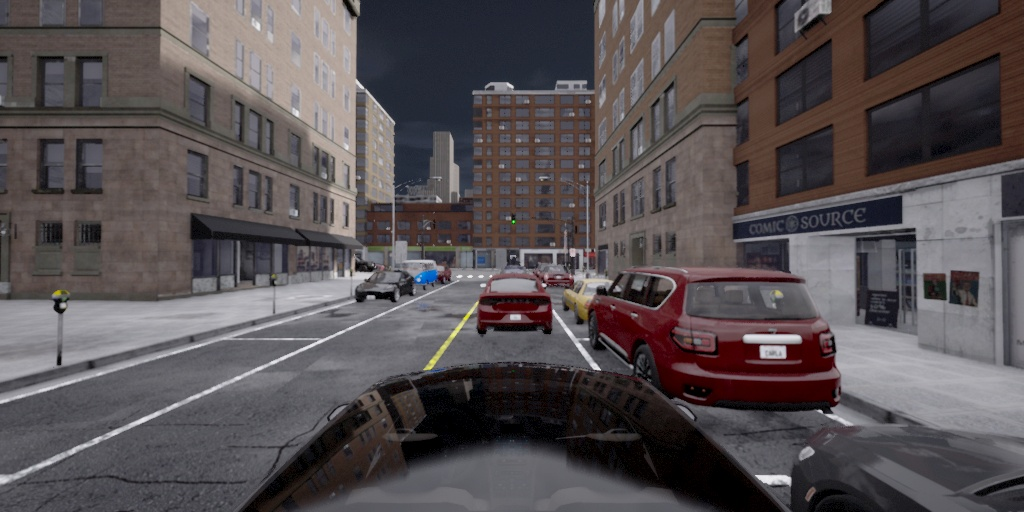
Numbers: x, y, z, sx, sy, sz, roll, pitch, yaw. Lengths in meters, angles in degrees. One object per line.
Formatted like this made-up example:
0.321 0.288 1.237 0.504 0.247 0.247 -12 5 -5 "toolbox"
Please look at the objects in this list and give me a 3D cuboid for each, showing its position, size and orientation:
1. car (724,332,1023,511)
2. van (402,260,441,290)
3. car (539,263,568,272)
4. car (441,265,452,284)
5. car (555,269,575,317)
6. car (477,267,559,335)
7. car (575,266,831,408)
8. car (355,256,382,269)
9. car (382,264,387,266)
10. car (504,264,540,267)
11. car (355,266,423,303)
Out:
2.668 1.298 0.584 2.007 1.370 4.403 0 0 0 "car"
-5.846 1.150 22.520 1.690 1.789 3.998 0 0 0 "van"
2.680 1.249 22.514 1.967 1.591 4.097 0 0 0 "car"
-5.843 1.371 28.002 1.888 1.381 4.507 0 0 0 "car"
2.674 1.301 11.719 1.751 1.417 4.829 0 0 0 "car"
0.048 1.251 10.637 1.882 1.535 5.008 0 0 -1 "car"
2.671 1.075 6.066 2.192 1.841 5.009 0 0 0 "car"
-18.371 0.909 40.926 5.566 2.045 2.150 0 -1 0 "car"
-17.460 1.298 44.163 4.181 1.385 1.994 0 -1 0 "car"
0.110 1.289 19.094 2.128 1.511 4.902 0 0 0 "car"
-5.849 1.357 17.037 1.948 1.339 4.313 0 0 0 "car"
